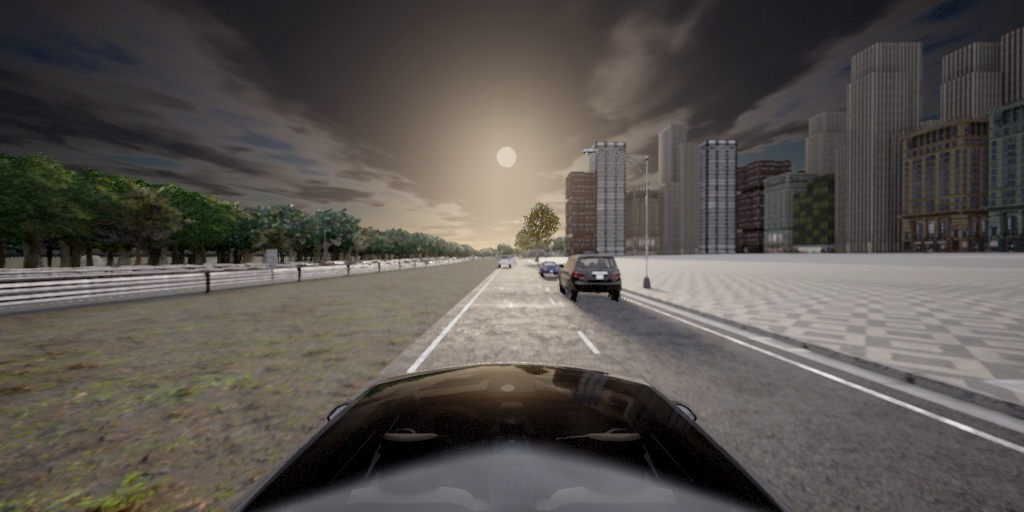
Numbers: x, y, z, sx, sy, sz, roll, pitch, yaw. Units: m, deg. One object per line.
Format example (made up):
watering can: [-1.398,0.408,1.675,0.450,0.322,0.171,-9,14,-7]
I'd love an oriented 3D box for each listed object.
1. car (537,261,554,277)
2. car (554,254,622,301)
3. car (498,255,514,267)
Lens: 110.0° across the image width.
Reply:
car: [3.604,1.224,35.075,1.812,1.442,4.674,0,0,0]
car: [3.603,0.946,17.394,2.150,2.045,5.566,0,0,0]
car: [-1.222,0.901,62.374,2.150,2.045,5.566,0,0,0]
